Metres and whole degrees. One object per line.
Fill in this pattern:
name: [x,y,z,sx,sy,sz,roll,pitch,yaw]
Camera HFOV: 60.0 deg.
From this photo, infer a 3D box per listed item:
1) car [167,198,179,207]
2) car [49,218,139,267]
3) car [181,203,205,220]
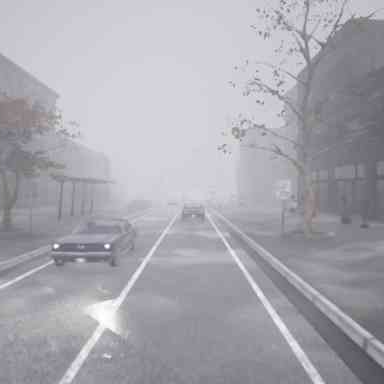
car: [-3.009,1.602,53.276,2.033,1.411,5.357,0,0,0]
car: [-3.103,1.600,11.488,1.895,1.301,4.718,0,0,0]
car: [0.095,1.599,28.374,1.895,1.301,4.718,0,0,0]
